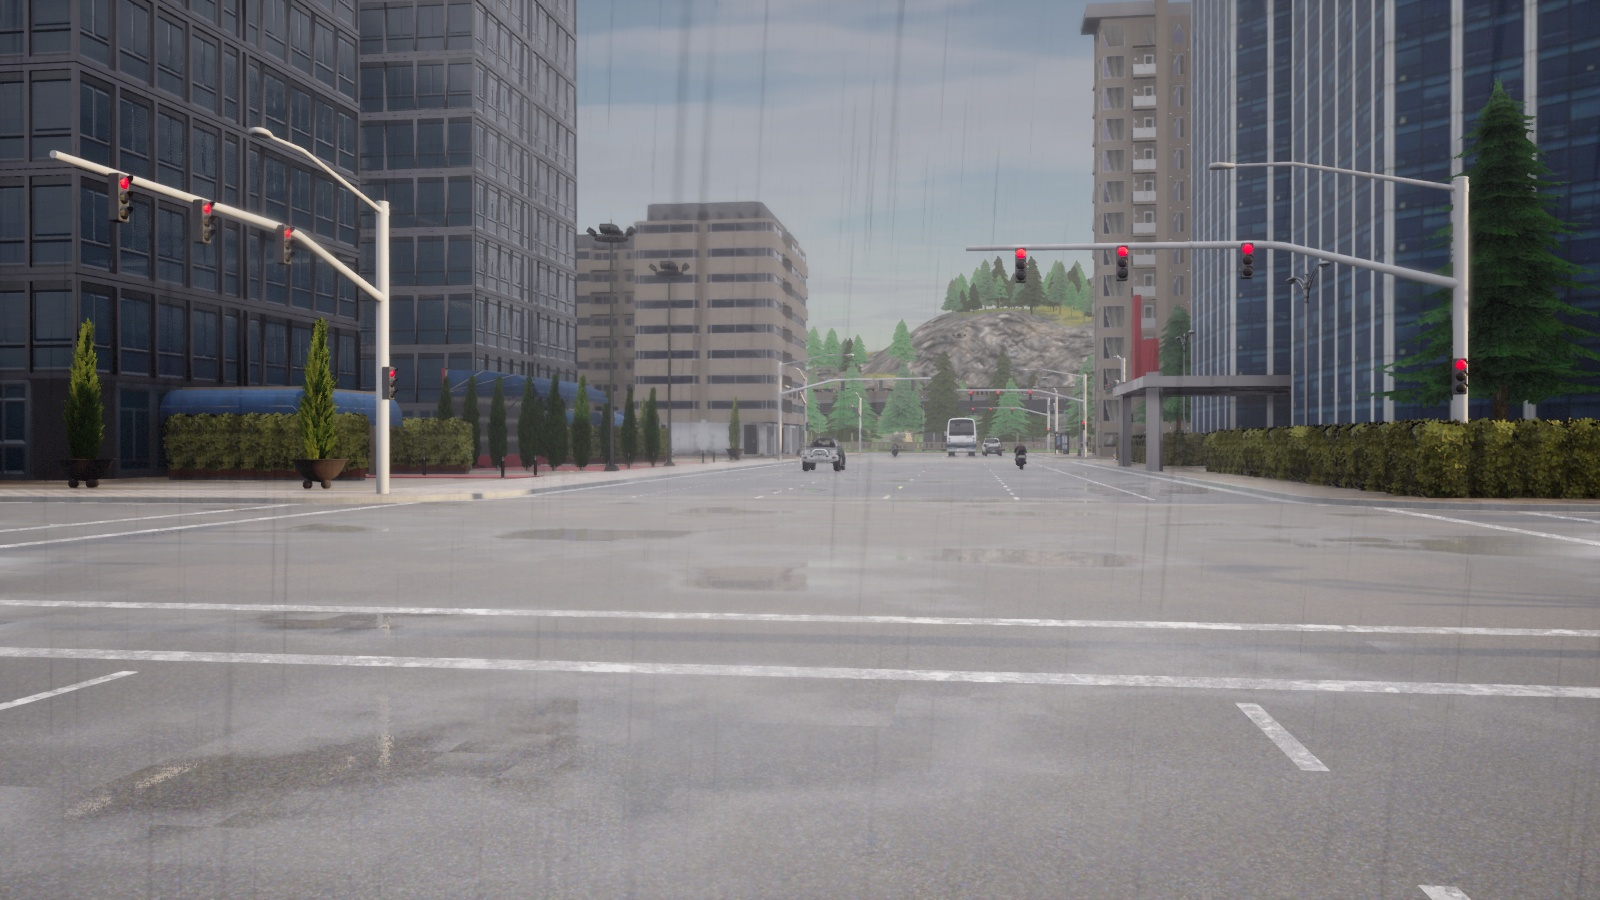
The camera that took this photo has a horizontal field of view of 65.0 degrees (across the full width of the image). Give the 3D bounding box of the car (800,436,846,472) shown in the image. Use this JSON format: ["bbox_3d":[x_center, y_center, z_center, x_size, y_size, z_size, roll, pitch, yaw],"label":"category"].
[{"bbox_3d":[1.264,0.190,66.291,1.932,1.855,4.605,0,0,7],"label":"car"}]
